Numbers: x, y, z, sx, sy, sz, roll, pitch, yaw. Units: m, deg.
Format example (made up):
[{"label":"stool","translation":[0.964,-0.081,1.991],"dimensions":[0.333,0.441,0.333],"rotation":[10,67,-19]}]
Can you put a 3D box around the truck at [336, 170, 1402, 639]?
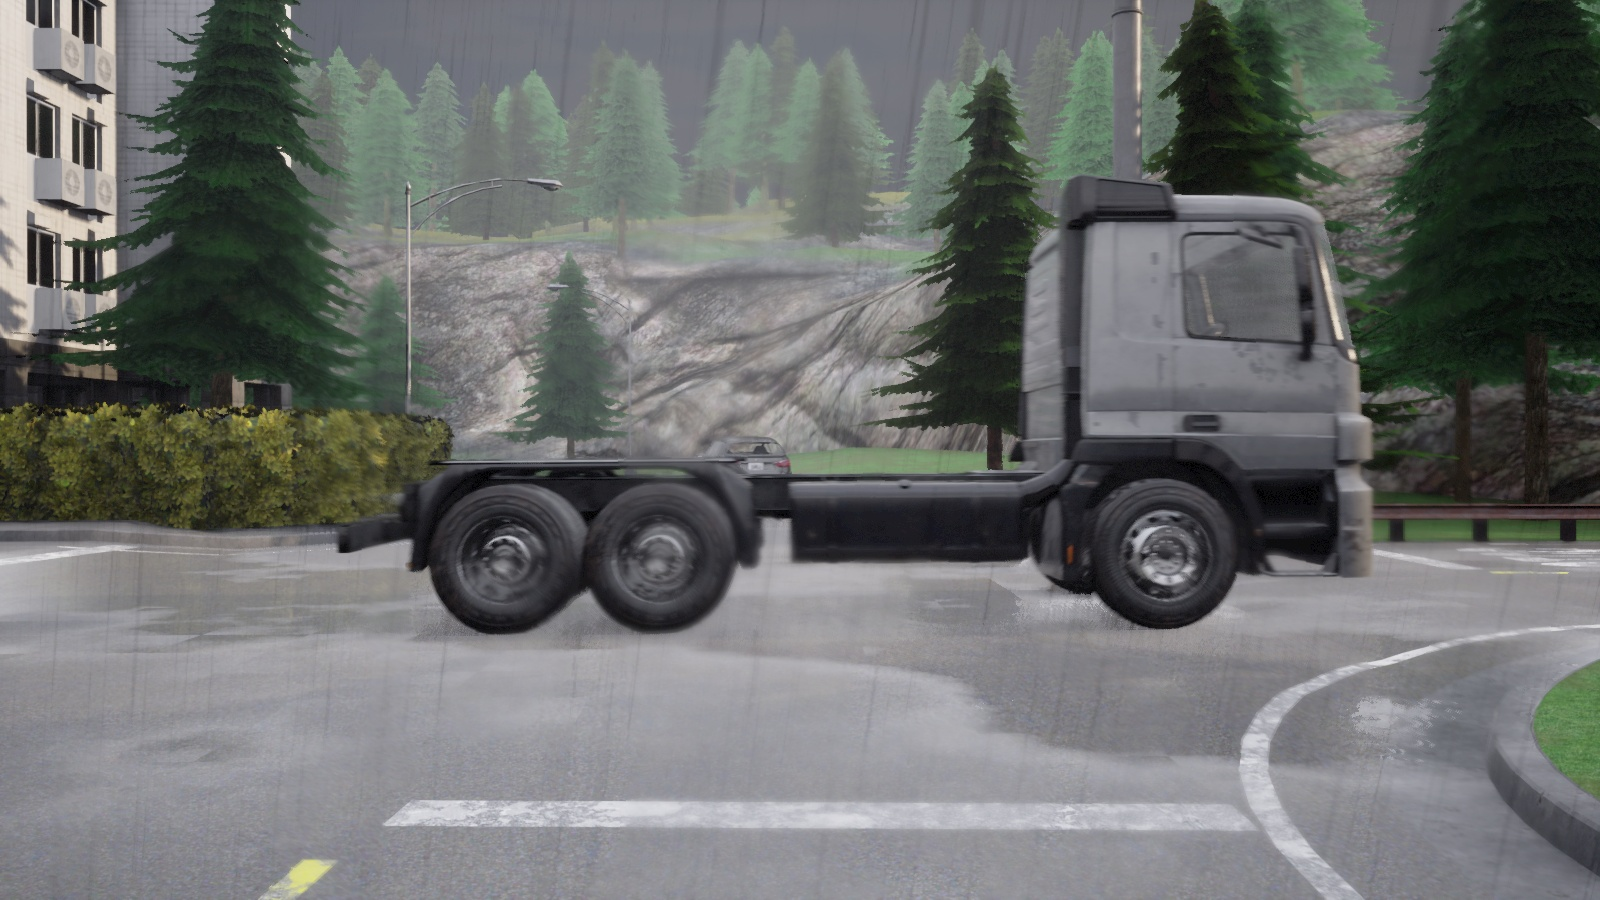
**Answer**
[{"label":"truck","translation":[0.514,-0.345,10.811],"dimensions":[7.936,3.462,2.891],"rotation":[0,0,-1]}]

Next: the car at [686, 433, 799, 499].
[{"label":"car","translation":[-1.674,0.394,34.608],"dimensions":[2.242,1.667,4.611],"rotation":[0,0,-14]}]
